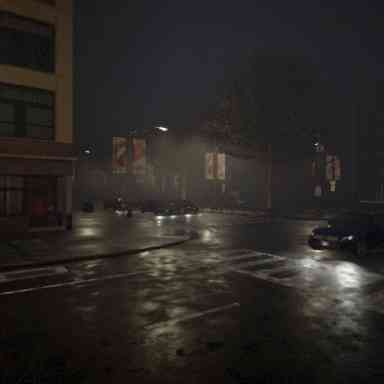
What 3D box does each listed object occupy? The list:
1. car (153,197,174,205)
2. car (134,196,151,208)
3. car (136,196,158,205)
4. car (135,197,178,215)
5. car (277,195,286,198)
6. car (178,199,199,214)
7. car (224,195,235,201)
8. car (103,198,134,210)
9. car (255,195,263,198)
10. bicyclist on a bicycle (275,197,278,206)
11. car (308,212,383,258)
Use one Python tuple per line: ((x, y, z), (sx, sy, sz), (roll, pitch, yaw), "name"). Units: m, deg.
((-5.350, 1.564, 61.887), (1.994, 1.385, 4.181), (0, 0, -36), "car")
((-6.980, 1.601, 44.366), (1.895, 1.301, 4.718), (0, 0, -35), "car")
((-8.189, 1.478, 59.840), (1.882, 1.535, 5.008), (0, 0, -36), "car")
((-3.703, 1.526, 33.778), (1.812, 1.442, 4.674), (0, 0, -35), "car")
((18.280, 1.320, 69.211), (2.002, 1.452, 4.674), (0, 0, -36), "car")
((-1.135, 1.505, 36.211), (1.837, 1.490, 4.892), (0, 0, -36), "car")
((7.797, 1.413, 76.685), (2.161, 1.482, 4.786), (0, 0, -36), "car")
((-9.690, 1.492, 42.140), (2.128, 1.511, 4.902), (0, 0, -35), "car")
((17.443, 1.463, 83.143), (1.895, 1.301, 4.718), (0, 0, -36), "car")
((12.513, 1.301, 50.585), (1.656, 1.620, 0.582), (0, 0, -36), "bicyclist on a bicycle")
((6.527, 1.526, 12.958), (4.674, 1.442, 1.812), (0, 0, -36), "car")
